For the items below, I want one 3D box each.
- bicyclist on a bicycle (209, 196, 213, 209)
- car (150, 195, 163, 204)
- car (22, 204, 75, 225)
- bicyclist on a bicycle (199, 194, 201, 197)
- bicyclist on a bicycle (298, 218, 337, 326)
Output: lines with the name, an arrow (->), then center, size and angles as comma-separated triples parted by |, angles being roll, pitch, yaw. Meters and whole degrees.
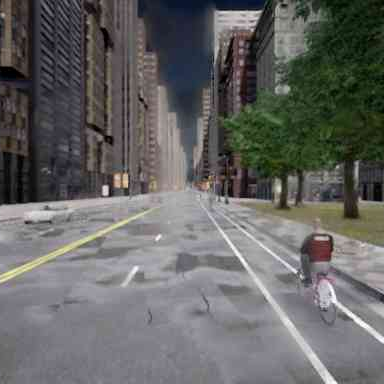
bicyclist on a bicycle -> 2.296, 1.338, 40.216 | 0.582, 1.620, 1.656 | 0, 0, 0
car -> -6.475, 1.356, 60.772 | 2.128, 1.511, 4.902 | 0, 0, 0
car -> -9.835, 1.524, 23.149 | 1.895, 1.301, 4.718 | 0, 0, 0
bicyclist on a bicycle -> 2.334, 1.273, 94.287 | 0.582, 1.620, 1.656 | 0, 0, 0
bicyclist on a bicycle -> 2.241, 1.350, 6.127 | 0.659, 1.776, 1.843 | 0, 0, 0
